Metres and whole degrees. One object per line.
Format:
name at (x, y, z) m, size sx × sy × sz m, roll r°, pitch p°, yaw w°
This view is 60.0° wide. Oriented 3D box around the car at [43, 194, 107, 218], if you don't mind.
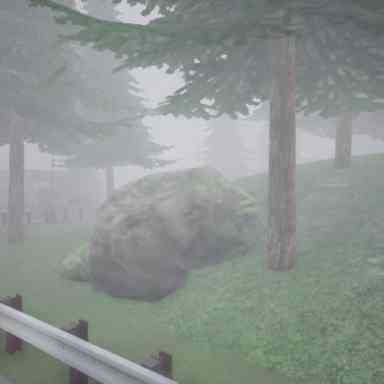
car at (-9.167, 1.156, 26.315) m, size 1.882 × 1.535 × 5.008 m, roll 1°, pitch 1°, yaw 37°
